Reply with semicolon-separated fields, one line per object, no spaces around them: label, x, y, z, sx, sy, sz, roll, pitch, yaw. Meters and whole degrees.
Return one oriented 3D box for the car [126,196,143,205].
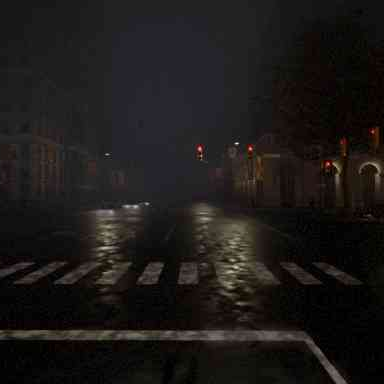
car;-10.402;1.601;59.129;1.895;1.301;4.718;0;0;1

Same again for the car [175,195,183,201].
car;-3.087;1.449;78.631;2.128;1.511;4.902;0;0;1

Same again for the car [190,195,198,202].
car;0.412;1.450;78.586;2.128;1.511;4.902;0;0;1

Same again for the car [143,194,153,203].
car;-10.182;1.595;71.675;1.895;1.301;4.718;0;0;1

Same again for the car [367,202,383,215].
car;19.573;1.564;32.742;4.181;1.385;1.994;0;0;0

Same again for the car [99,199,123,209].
car;-10.691;1.601;43.966;1.895;1.301;4.718;0;0;5

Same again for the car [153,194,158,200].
car;-9.974;1.279;87.142;1.882;1.535;5.008;0;0;1
